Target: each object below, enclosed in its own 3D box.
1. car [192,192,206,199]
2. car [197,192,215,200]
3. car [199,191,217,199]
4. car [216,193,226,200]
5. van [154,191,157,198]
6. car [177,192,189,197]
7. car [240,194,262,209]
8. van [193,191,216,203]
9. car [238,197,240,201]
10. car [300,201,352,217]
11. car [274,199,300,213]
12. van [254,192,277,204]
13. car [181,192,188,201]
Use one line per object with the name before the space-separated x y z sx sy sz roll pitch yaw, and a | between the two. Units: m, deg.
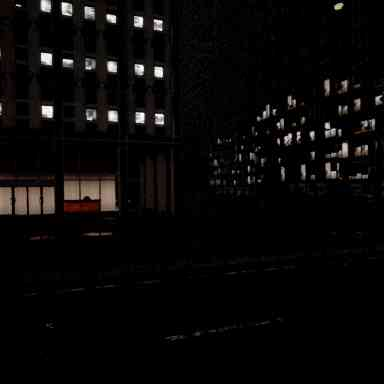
car | 1.593 0.707 80.239 1.967 1.590 4.097 0 1 -21
car | 2.816 0.880 69.854 1.882 1.535 5.008 -1 1 -21
car | 3.638 0.635 74.935 2.192 1.841 5.009 0 1 -21
car | 5.685 0.955 69.636 1.802 1.307 4.206 0 1 -21
van | -8.270 0.688 82.527 1.690 1.788 3.998 0 1 -21
car | -2.496 0.711 90.846 2.008 1.369 4.403 0 1 -21
car | 8.041 1.332 40.089 1.947 1.339 4.313 0 1 -21
van | 1.955 0.953 56.013 1.690 1.788 3.998 0 1 -21
car | 9.775 1.060 59.029 1.802 1.307 4.206 0 1 -21
car | 12.060 1.435 29.454 1.947 1.339 4.313 0 1 -21
car | 10.031 1.400 34.766 1.802 1.307 4.206 0 1 -21
van | 11.818 0.871 53.723 1.690 1.788 3.998 0 1 -21
car | -2.135 1.057 66.621 2.008 1.369 4.403 0 1 -21
